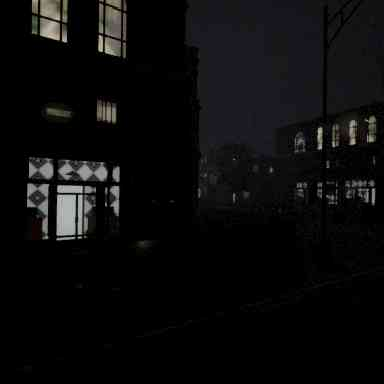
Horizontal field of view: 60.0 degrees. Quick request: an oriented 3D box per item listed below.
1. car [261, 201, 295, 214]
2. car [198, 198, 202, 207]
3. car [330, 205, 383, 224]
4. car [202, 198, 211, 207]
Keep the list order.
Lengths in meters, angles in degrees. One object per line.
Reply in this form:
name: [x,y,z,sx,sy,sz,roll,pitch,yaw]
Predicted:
car: [9.404,1.622,36.629,2.008,1.369,4.403,1,-1,-27]
car: [-0.857,1.511,50.960,1.882,1.535,5.008,1,0,-27]
car: [12.554,1.622,24.224,1.895,1.301,4.718,1,0,-31]
car: [1.327,1.619,52.106,1.887,1.381,4.507,1,-1,-27]
